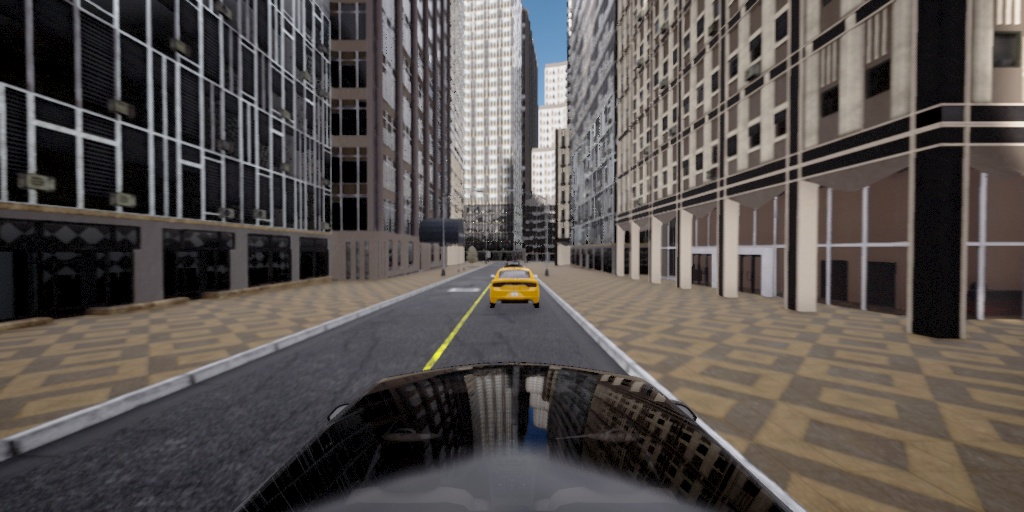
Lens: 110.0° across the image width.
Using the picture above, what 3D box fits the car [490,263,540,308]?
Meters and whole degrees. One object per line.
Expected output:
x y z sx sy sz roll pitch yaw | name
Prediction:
0.099 1.216 15.280 1.882 1.535 5.008 0 0 0 | car

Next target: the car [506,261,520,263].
0.097 1.234 35.970 1.837 1.490 4.892 0 0 0 | car
